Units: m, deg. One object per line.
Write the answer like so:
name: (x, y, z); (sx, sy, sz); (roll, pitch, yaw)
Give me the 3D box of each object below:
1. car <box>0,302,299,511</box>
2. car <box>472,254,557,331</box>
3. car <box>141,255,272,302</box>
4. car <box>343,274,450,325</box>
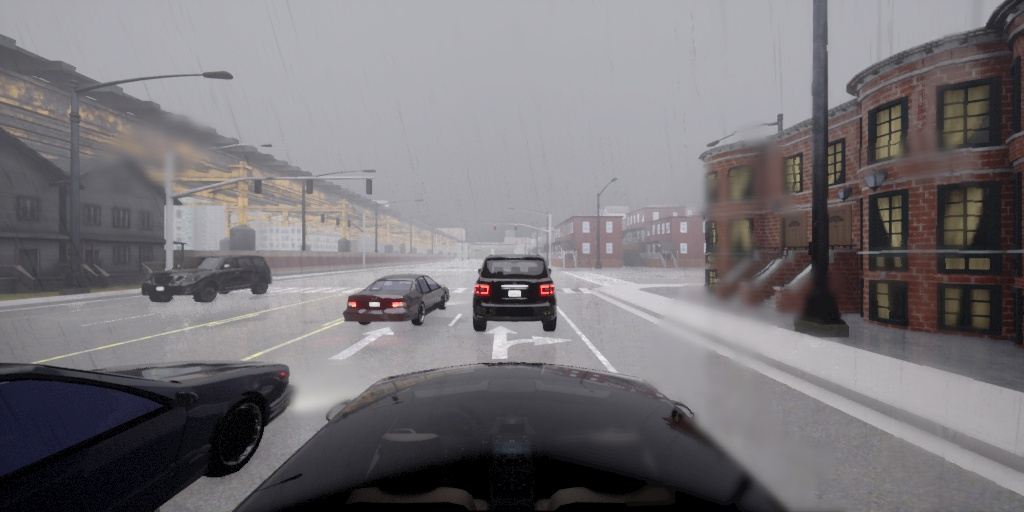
car: (-3.388, 1.297, 1.685); (2.033, 1.411, 5.357); (0, 0, -1)
car: (0.082, 0.971, 11.076); (2.150, 2.045, 5.566); (0, 0, 0)
car: (-14.019, 0.957, 17.045); (2.150, 2.045, 5.566); (0, 0, 0)
car: (-3.443, 1.297, 11.757); (2.033, 1.411, 5.357); (0, 0, 2)
